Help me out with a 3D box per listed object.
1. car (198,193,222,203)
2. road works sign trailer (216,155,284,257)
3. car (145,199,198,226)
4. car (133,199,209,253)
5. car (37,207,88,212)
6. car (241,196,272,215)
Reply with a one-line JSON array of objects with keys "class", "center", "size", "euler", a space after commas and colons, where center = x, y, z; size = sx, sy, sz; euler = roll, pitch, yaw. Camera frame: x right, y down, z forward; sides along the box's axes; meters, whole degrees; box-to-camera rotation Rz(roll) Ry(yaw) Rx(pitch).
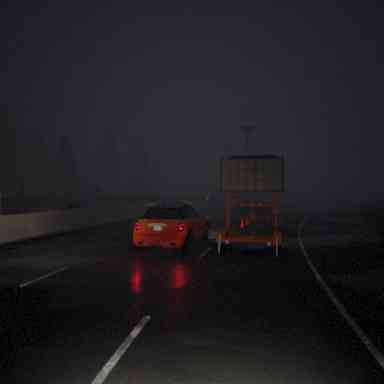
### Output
[{"class": "car", "center": [3.235, 1.064, 59.823], "size": [2.097, 1.767, 4.553], "euler": [0, 0, 39]}, {"class": "road works sign trailer", "center": [2.336, 0.402, 12.884], "size": [2.380, 3.560, 2.880], "euler": [0, 0, 18]}, {"class": "car", "center": [-1.300, 1.363, 23.478], "size": [1.882, 1.535, 5.008], "euler": [0, 0, 20]}, {"class": "car", "center": [-0.665, 1.285, 13.635], "size": [2.097, 1.767, 4.553], "euler": [0, 0, 14]}, {"class": "car", "center": [-8.869, 1.484, 23.711], "size": [1.895, 1.301, 4.718], "euler": [0, 0, 19]}, {"class": "car", "center": [6.325, 1.198, 32.294], "size": [2.097, 1.767, 4.553], "euler": [0, 0, 26]}]
